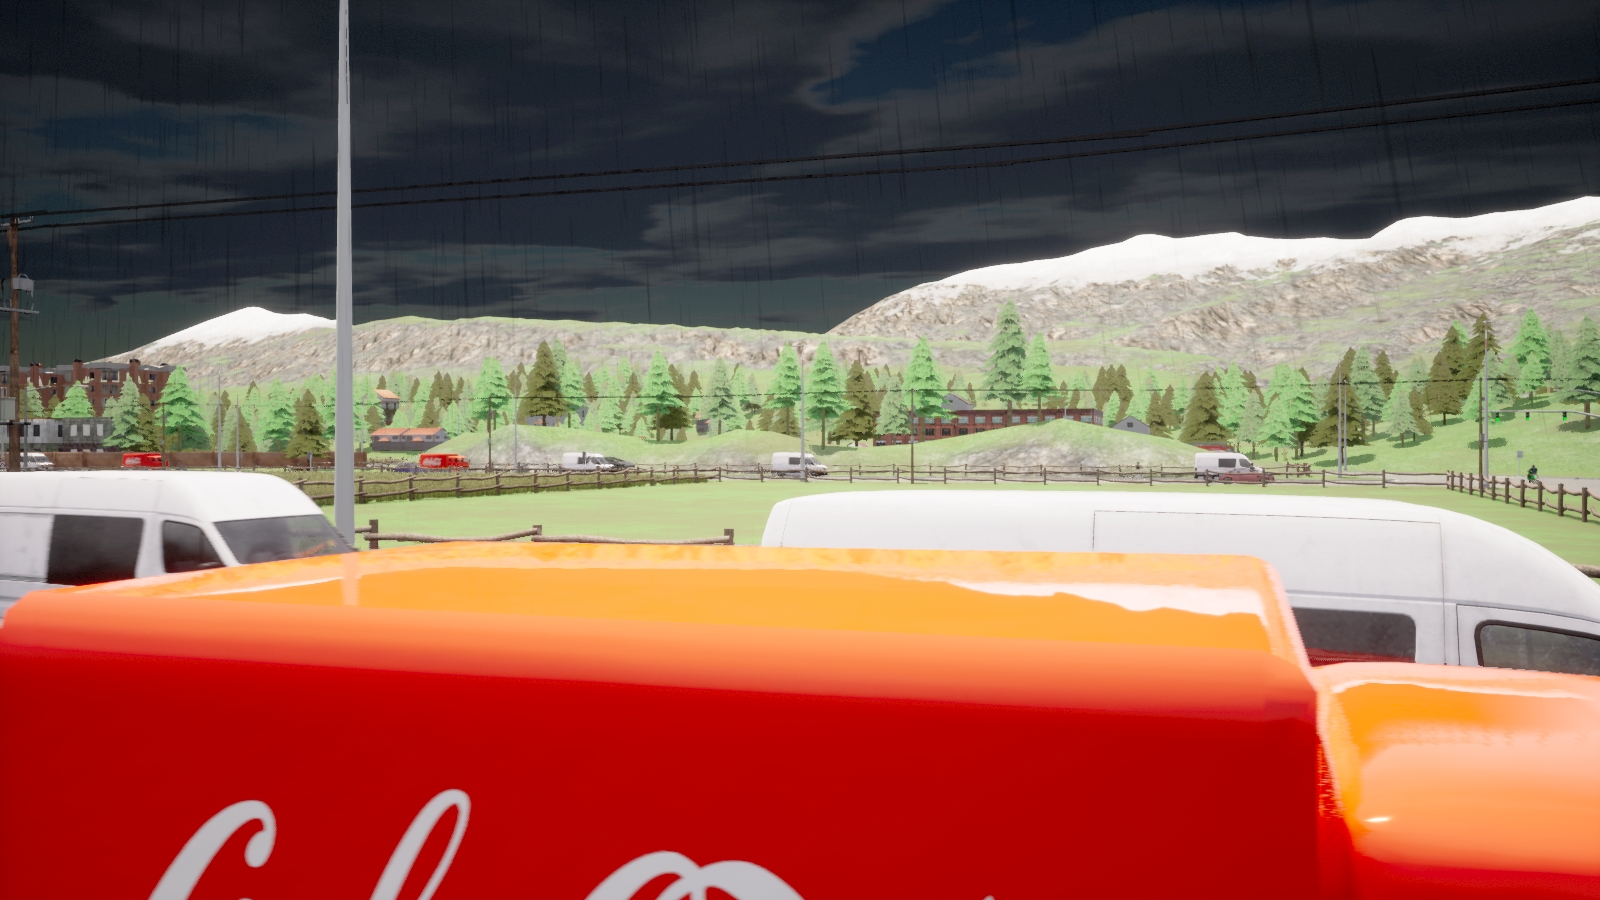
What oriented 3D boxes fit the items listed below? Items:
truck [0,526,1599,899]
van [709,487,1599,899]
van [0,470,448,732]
[{"bbox_3d":[0.528,1.573,3.195,5.204,2.467,2.627,0,0,21],"label":"truck"},{"bbox_3d":[2.633,1.535,6.060,5.915,2.561,1.988,0,0,20],"label":"van"},{"bbox_3d":[-7.219,1.542,13.370,5.915,2.561,1.988,0,0,20],"label":"van"}]
